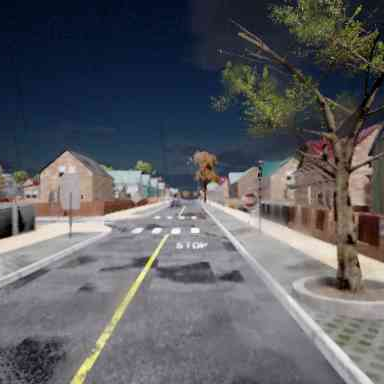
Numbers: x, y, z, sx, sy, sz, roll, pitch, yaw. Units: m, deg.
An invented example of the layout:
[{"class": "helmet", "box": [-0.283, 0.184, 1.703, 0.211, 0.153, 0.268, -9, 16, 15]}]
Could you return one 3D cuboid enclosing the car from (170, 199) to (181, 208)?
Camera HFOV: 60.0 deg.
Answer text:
[{"class": "car", "box": [-2.737, 1.937, 56.816, 2.033, 1.411, 5.357, 0, 0, 0]}]
